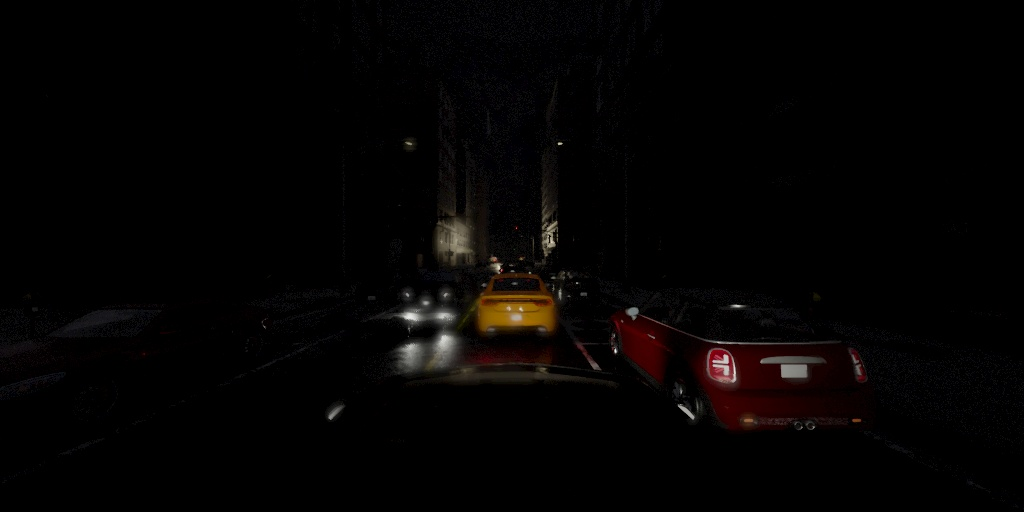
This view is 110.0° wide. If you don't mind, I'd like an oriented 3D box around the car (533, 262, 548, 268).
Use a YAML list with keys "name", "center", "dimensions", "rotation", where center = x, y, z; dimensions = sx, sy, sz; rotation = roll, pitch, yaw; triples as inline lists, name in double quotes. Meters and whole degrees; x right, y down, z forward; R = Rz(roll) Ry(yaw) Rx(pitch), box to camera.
- name: "car"
  center: [2.910, 1.318, 27.577]
  dimensions: [1.948, 1.339, 4.313]
  rotation: [0, 0, 0]

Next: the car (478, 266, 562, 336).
- name: "car"
  center: [0.115, 1.228, 10.460]
  dimensions: [1.882, 1.535, 5.008]
  rotation: [0, 0, 0]

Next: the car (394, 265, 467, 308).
- name: "car"
  center: [-3.061, 1.298, 15.416]
  dimensions: [2.033, 1.411, 5.357]
  rotation: [0, 0, 0]

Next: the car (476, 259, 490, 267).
- name: "car"
  center: [-5.502, 1.374, 64.697]
  dimensions: [1.802, 1.307, 4.207]
  rotation: [0, 0, 0]

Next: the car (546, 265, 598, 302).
- name: "car"
  center: [2.887, 1.301, 16.574]
  dimensions: [2.007, 1.370, 4.403]
  rotation: [0, 0, 0]

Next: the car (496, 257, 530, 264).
- name: "car"
  center: [0.085, 1.105, 28.180]
  dimensions: [2.097, 1.767, 4.553]
  rotation: [0, 0, 1]

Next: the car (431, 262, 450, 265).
- name: "car"
  center: [-5.615, 1.193, 27.595]
  dimensions: [1.967, 1.591, 4.097]
  rotation: [0, 0, 0]

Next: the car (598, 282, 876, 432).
- name: "car"
  center: [2.865, 1.190, 5.571]
  dimensions: [1.967, 1.591, 4.097]
  rotation: [0, 0, 0]

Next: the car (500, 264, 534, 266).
- name: "car"
  center: [0.138, 1.315, 19.448]
  dimensions: [1.994, 1.385, 4.181]
  rotation: [0, 0, 0]

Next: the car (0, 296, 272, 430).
- name: "car"
  center: [-5.661, 1.332, 5.590]
  dimensions: [1.802, 1.307, 4.207]
  rotation: [0, 0, 0]

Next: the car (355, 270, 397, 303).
- name: "car"
  center: [-5.638, 1.317, 16.592]
  dimensions: [1.948, 1.339, 4.313]
  rotation: [0, 0, 0]

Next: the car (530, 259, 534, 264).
- name: "car"
  center: [3.023, 1.232, 64.665]
  dimensions: [1.967, 1.591, 4.097]
  rotation: [0, 0, 0]
